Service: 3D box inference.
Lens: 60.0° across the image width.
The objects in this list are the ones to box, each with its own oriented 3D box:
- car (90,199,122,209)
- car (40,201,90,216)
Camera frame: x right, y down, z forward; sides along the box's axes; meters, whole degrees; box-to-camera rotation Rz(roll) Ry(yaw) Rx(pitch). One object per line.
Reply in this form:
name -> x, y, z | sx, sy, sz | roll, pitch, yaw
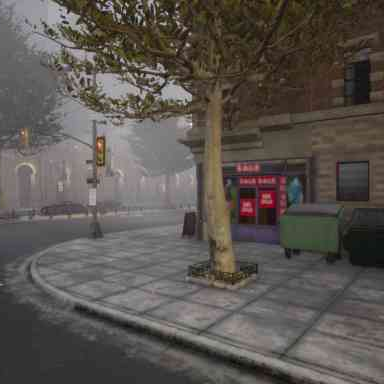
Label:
car -> -11.936, 1.595, 45.181 | 1.895, 1.301, 4.718 | 0, 0, 36
car -> -12.701, 1.564, 32.894 | 1.994, 1.385, 4.181 | 0, 0, 36
